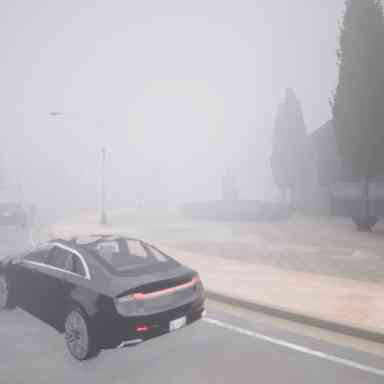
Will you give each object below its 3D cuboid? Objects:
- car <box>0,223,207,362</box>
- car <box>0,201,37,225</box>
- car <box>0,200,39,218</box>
[{"bbox_3d":[-1.952,1.535,6.076,4.902,1.511,2.128,0,0,43],"label":"car"},{"bbox_3d":[-12.281,1.483,22.952,2.097,1.767,4.553,1,-1,-19],"label":"car"},{"bbox_3d":[-17.549,1.672,33.889,1.882,1.535,5.008,0,-1,-2],"label":"car"}]
